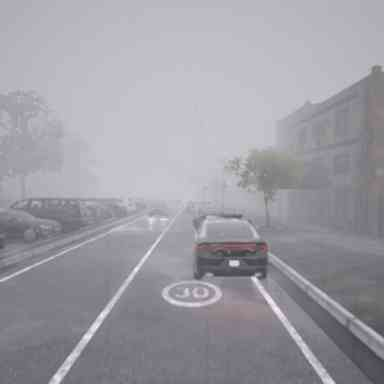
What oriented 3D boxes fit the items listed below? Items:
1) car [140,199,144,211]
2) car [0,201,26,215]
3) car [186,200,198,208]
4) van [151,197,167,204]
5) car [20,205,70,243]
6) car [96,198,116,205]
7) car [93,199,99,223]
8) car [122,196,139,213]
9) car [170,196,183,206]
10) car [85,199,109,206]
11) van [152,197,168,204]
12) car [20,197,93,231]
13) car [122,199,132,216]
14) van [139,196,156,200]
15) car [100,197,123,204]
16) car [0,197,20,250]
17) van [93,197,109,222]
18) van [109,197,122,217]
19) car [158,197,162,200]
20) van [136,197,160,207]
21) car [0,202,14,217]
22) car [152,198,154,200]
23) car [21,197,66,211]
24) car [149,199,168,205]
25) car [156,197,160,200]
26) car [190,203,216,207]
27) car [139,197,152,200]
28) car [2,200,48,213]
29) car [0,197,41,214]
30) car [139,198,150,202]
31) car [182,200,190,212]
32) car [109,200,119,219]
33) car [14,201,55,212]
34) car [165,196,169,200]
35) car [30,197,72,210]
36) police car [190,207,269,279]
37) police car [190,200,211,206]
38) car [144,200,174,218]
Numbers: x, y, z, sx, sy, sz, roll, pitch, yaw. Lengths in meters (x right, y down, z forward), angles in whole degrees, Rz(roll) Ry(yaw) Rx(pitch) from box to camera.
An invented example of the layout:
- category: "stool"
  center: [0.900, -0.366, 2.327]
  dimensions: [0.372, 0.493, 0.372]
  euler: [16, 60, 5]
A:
- category: "car"
  center: [-8.847, 1.879, 41.214]
  dimensions: [4.792, 1.488, 2.163]
  euler: [0, -1, 0]
- category: "car"
  center: [-21.980, 1.842, 38.239]
  dimensions: [4.792, 1.488, 2.163]
  euler: [0, -1, 0]
- category: "car"
  center: [-0.012, 2.228, 61.012]
  dimensions: [1.994, 1.385, 4.181]
  euler: [0, -1, 0]
- category: "van"
  center: [-9.073, 2.371, 91.669]
  dimensions: [4.442, 1.987, 1.878]
  euler: [0, -1, 0]
- category: "car"
  center: [-8.854, 1.557, 15.987]
  dimensions: [4.892, 1.521, 2.231]
  euler: [0, -1, 0]
- category: "car"
  center: [-22.057, 2.381, 85.587]
  dimensions: [4.553, 1.767, 2.185]
  euler: [0, -1, 0]
- category: "car"
  center: [-8.819, 1.490, 21.594]
  dimensions: [4.553, 1.767, 2.185]
  euler: [0, -1, 0]
- category: "car"
  center: [-8.896, 1.529, 35.613]
  dimensions: [5.566, 2.045, 2.435]
  euler: [0, -1, 0]
- category: "car"
  center: [-3.267, 2.016, 75.132]
  dimensions: [2.150, 2.045, 5.566]
  euler: [0, -1, 0]
- category: "car"
  center: [-22.019, 2.382, 77.259]
  dimensions: [4.892, 1.521, 2.231]
  euler: [0, -1, 0]
- category: "van"
  center: [-9.077, 2.414, 94.472]
  dimensions: [4.442, 1.987, 1.878]
  euler: [0, -1, 0]
- category: "car"
  center: [-8.877, 1.334, 18.795]
  dimensions: [5.566, 2.045, 2.435]
  euler: [0, -1, 0]
- category: "car"
  center: [-8.858, 1.747, 32.806]
  dimensions: [5.008, 1.535, 2.097]
  euler: [0, -1, 0]
- category: "van"
  center: [-8.782, 1.824, 55.231]
  dimensions: [4.442, 1.987, 1.878]
  euler: [0, -1, 0]
- category: "car"
  center: [-22.064, 2.338, 91.141]
  dimensions: [5.566, 2.045, 2.435]
  euler: [0, -1, 0]
- category: "car"
  center: [-8.877, 1.259, 10.385]
  dimensions: [5.566, 2.045, 2.435]
  euler: [0, 0, 0]
- category: "van"
  center: [-8.737, 1.423, 24.399]
  dimensions: [4.442, 1.987, 1.878]
  euler: [0, -1, 0]
- category: "van"
  center: [-8.976, 1.489, 30.005]
  dimensions: [4.442, 1.987, 1.878]
  euler: [0, -1, 0]
- category: "car"
  center: [-8.907, 2.176, 63.636]
  dimensions: [5.008, 1.535, 2.097]
  euler: [0, -1, 0]
- category: "van"
  center: [-8.800, 1.992, 66.443]
  dimensions: [4.442, 1.987, 1.878]
  euler: [0, -1, 0]
- category: "car"
  center: [-21.918, 1.809, 35.455]
  dimensions: [4.792, 1.488, 2.163]
  euler: [0, -1, 0]
- category: "car"
  center: [-8.924, 2.037, 52.424]
  dimensions: [4.792, 1.488, 2.163]
  euler: [0, -1, 0]
- category: "car"
  center: [-21.940, 1.711, 49.381]
  dimensions: [5.566, 2.045, 2.435]
  euler: [0, -1, 0]
- category: "car"
  center: [-8.946, 2.556, 88.863]
  dimensions: [4.892, 1.521, 2.231]
  euler: [0, -1, 0]
- category: "car"
  center: [-8.878, 2.163, 60.833]
  dimensions: [4.792, 1.488, 2.163]
  euler: [0, -1, 0]
- category: "car"
  center: [0.970, 1.639, 20.162]
  dimensions: [1.837, 1.490, 4.892]
  euler: [0, -1, 0]
- category: "car"
  center: [-9.075, 1.962, 49.621]
  dimensions: [5.366, 1.575, 1.946]
  euler: [0, -1, 0]
- category: "car"
  center: [-21.955, 1.884, 43.809]
  dimensions: [5.008, 1.535, 2.097]
  euler: [0, -1, 0]
- category: "car"
  center: [-21.928, 1.596, 41.026]
  dimensions: [5.566, 2.045, 2.435]
  euler: [0, -1, 0]
- category: "car"
  center: [-8.880, 1.924, 46.822]
  dimensions: [5.008, 1.535, 2.097]
  euler: [0, -1, 0]
- category: "car"
  center: [0.015, 1.991, 45.822]
  dimensions: [2.033, 1.411, 5.357]
  euler: [0, -1, 1]
- category: "car"
  center: [-8.850, 1.683, 27.200]
  dimensions: [4.892, 1.521, 2.231]
  euler: [0, -1, 0]
- category: "car"
  center: [-21.962, 1.960, 46.469]
  dimensions: [4.674, 1.452, 2.002]
  euler: [0, -1, 0]
- category: "car"
  center: [-8.906, 2.135, 77.655]
  dimensions: [5.566, 2.045, 2.435]
  euler: [0, -1, 0]
- category: "car"
  center: [-21.945, 1.751, 52.042]
  dimensions: [5.566, 2.045, 2.435]
  euler: [0, -1, 0]
- category: "police car"
  center: [0.972, 1.459, 10.255]
  dimensions: [1.930, 1.638, 5.238]
  euler: [0, 0, 0]
- category: "police car"
  center: [0.969, 1.631, 26.282]
  dimensions: [1.930, 1.638, 5.238]
  euler: [0, -1, 0]
- category: "car"
  center: [-3.357, 1.849, 34.582]
  dimensions: [2.033, 1.411, 5.357]
  euler: [0, -1, 0]
